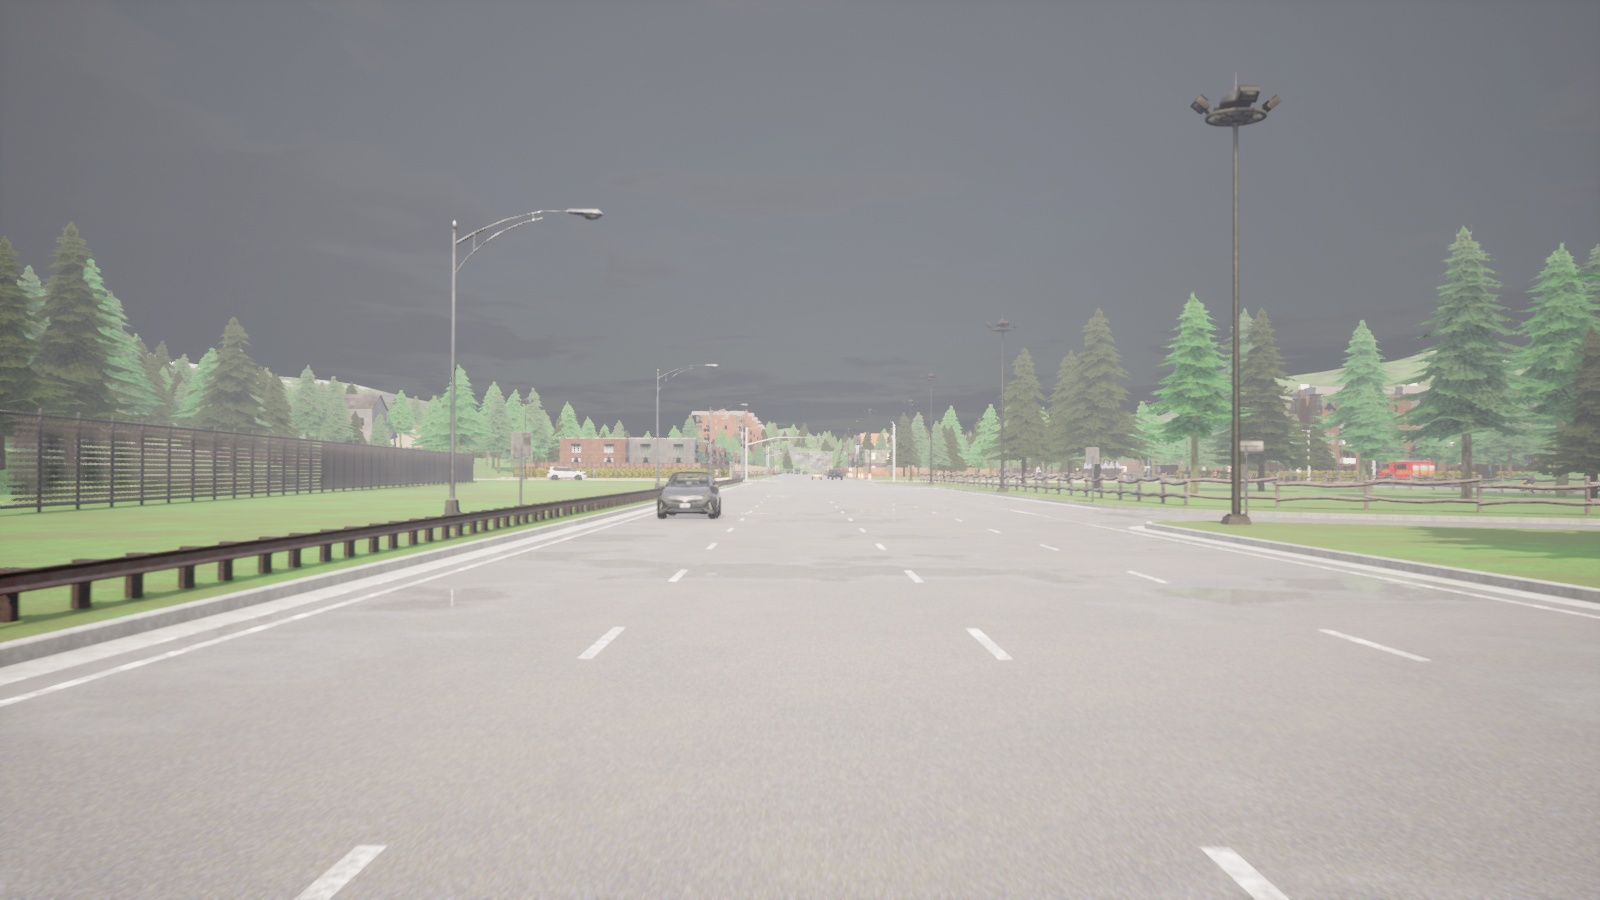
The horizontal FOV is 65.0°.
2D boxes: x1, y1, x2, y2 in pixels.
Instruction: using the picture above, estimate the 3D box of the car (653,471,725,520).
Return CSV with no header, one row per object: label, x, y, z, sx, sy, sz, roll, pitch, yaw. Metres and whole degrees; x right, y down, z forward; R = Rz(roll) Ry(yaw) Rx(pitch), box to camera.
car,-3.600,1.470,41.474,2.007,1.525,4.514,0,-1,0
